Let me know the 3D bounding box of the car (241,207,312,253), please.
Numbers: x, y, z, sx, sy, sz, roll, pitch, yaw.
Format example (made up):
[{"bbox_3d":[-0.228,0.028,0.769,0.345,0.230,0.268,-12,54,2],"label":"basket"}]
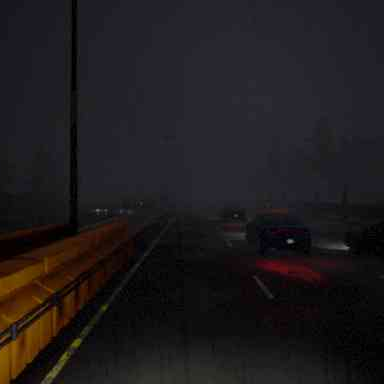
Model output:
[{"bbox_3d":[3.545,1.624,14.390,1.882,1.535,5.008,0,0,0],"label":"car"}]

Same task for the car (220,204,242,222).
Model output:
[{"bbox_3d":[3.538,1.774,29.393,1.882,1.535,5.008,0,0,0],"label":"car"}]

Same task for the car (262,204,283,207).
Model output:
[{"bbox_3d":[7.039,1.774,29.404,1.882,1.535,5.008,0,0,0],"label":"car"}]

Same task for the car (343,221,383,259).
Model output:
[{"bbox_3d":[7.014,1.660,11.025,2.033,1.411,5.357,0,-1,0],"label":"car"}]
